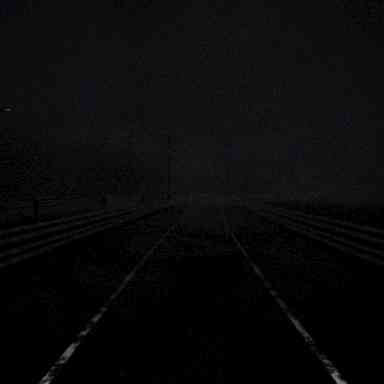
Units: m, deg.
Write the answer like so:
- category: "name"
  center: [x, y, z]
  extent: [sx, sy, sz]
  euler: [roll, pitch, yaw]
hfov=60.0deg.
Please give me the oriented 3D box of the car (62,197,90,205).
- category: "car"
  center: [-15.121, 1.318, 43.628]
  extent: [1.994, 1.385, 4.181]
  euler: [0, 0, 15]

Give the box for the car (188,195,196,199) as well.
- category: "car"
  center: [0.173, 1.420, 95.382]
  extent: [1.994, 1.385, 4.181]
  euler: [0, 0, 19]

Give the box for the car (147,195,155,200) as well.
- category: "car"
  center: [-8.797, 1.374, 78.890]
  extent: [2.033, 1.411, 5.357]
  euler: [0, 0, 17]

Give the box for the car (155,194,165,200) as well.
- category: "car"
  center: [-5.971, 1.304, 76.154]
  extent: [1.882, 1.535, 5.008]
  euler: [0, 0, 17]

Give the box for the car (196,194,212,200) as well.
- category: "car"
  center: [3.462, 1.415, 94.179]
  extent: [1.994, 1.385, 4.181]
  euler: [0, 0, 19]

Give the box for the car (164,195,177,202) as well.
- category: "car"
  center: [-3.715, 1.367, 71.533]
  extent: [1.994, 1.385, 4.181]
  euler: [0, 0, 17]
